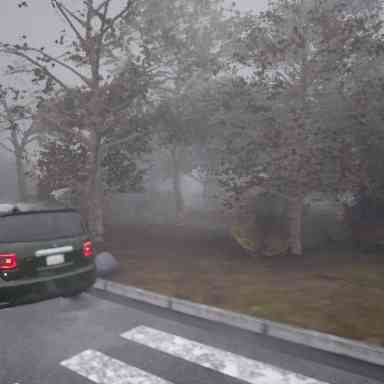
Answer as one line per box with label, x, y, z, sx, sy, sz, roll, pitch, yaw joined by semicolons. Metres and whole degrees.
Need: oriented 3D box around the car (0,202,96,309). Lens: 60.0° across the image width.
car;-4.426;1.253;7.410;5.566;2.045;2.150;0;0;39
